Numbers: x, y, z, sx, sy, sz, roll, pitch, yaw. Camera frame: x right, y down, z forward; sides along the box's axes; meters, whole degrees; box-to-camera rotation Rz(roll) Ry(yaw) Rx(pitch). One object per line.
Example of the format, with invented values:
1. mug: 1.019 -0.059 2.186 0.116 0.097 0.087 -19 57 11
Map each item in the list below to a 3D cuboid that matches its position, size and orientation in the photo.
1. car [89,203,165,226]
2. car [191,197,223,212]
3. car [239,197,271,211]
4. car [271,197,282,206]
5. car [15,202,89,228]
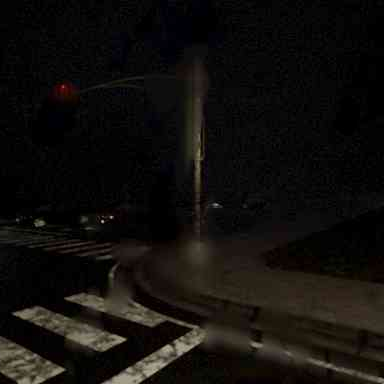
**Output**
1. car: -4.147 1.479 23.263 2.033 1.411 5.357 0 0 35
2. car: 1.772 1.395 37.416 1.837 1.490 4.892 0 0 35
3. car: 7.297 1.393 39.643 1.812 1.442 4.674 0 0 35
4. car: 12.607 1.449 52.776 2.033 1.411 5.357 0 0 35
5. car: -9.039 1.432 22.134 1.882 1.535 5.008 0 0 38
